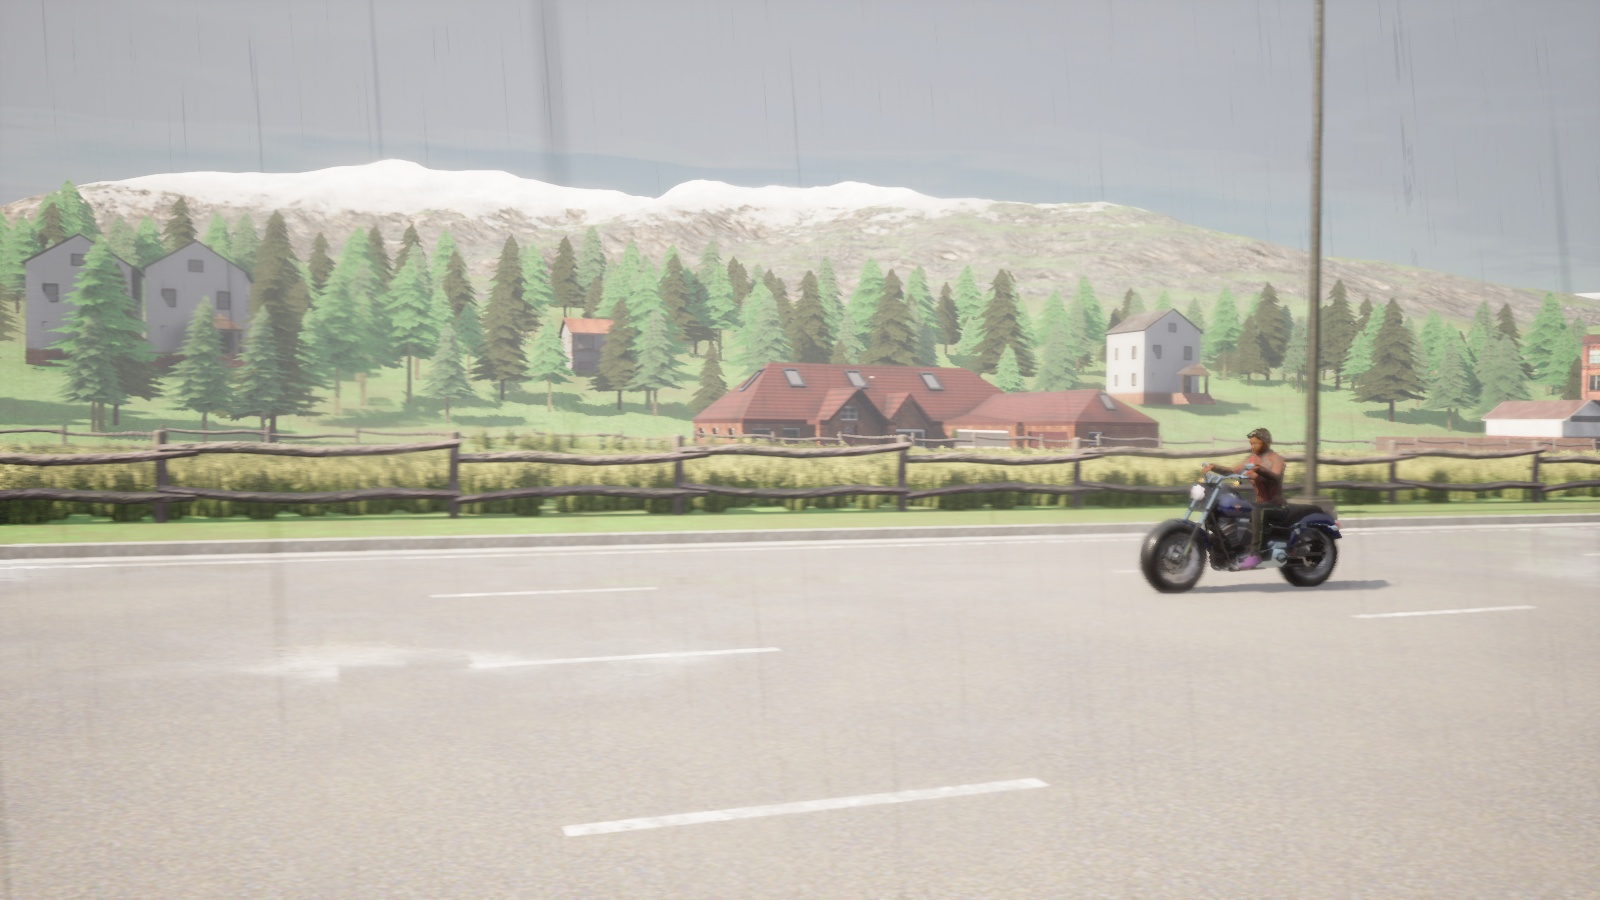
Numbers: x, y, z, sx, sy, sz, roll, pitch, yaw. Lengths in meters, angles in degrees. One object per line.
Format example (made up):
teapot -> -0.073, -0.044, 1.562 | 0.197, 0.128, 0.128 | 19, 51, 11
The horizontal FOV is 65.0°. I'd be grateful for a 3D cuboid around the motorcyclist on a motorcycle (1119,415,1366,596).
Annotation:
motorcyclist on a motorcycle -> 4.374, 0.496, 12.386 | 2.350, 1.649, 0.766 | -1, 1, -21
